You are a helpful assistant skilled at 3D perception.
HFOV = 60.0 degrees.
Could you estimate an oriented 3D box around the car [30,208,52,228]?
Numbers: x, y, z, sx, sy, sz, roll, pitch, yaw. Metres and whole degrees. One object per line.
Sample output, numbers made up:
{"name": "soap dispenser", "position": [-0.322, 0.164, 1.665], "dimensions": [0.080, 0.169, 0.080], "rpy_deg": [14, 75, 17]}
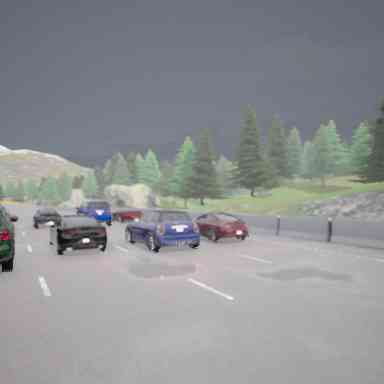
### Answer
{"name": "car", "position": [-11.885, 2.080, 27.004], "dimensions": [1.837, 1.490, 4.892], "rpy_deg": [0, -1, -28]}

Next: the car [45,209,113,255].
{"name": "car", "position": [-5.212, 1.740, 14.858], "dimensions": [1.882, 1.535, 5.008], "rpy_deg": [0, -1, -28]}

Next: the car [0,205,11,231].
{"name": "car", "position": [-14.870, 1.913, 25.169], "dimensions": [2.097, 1.767, 4.553], "rpy_deg": [0, -2, -28]}

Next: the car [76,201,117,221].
{"name": "car", "position": [-8.284, 1.777, 27.696], "dimensions": [2.150, 2.045, 5.566], "rpy_deg": [0, -1, -28]}

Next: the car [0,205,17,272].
{"name": "car", "position": [-7.187, 1.433, 11.136], "dimensions": [2.150, 2.045, 5.566], "rpy_deg": [0, -1, -28]}

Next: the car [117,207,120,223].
{"name": "car", "position": [-6.322, 2.099, 31.441], "dimensions": [1.882, 1.535, 5.008], "rpy_deg": [0, -1, -28]}

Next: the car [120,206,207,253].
{"name": "car", "position": [-1.505, 1.596, 15.355], "dimensions": [2.097, 1.767, 4.553], "rpy_deg": [0, -1, -28]}

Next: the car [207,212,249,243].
{"name": "car", "position": [1.151, 1.794, 17.804], "dimensions": [1.812, 1.442, 4.674], "rpy_deg": [0, -1, -28]}
